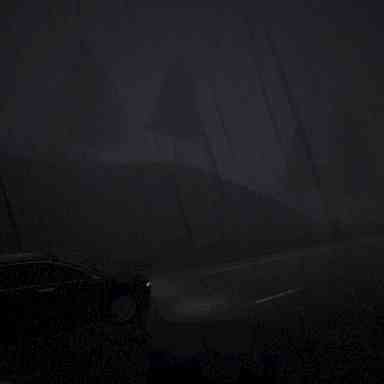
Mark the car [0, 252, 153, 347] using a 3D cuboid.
[{"bbox_3d":[-3.023,1.898,6.177,4.892,1.490,1.837,0,-3,-40],"label":"car"}]
